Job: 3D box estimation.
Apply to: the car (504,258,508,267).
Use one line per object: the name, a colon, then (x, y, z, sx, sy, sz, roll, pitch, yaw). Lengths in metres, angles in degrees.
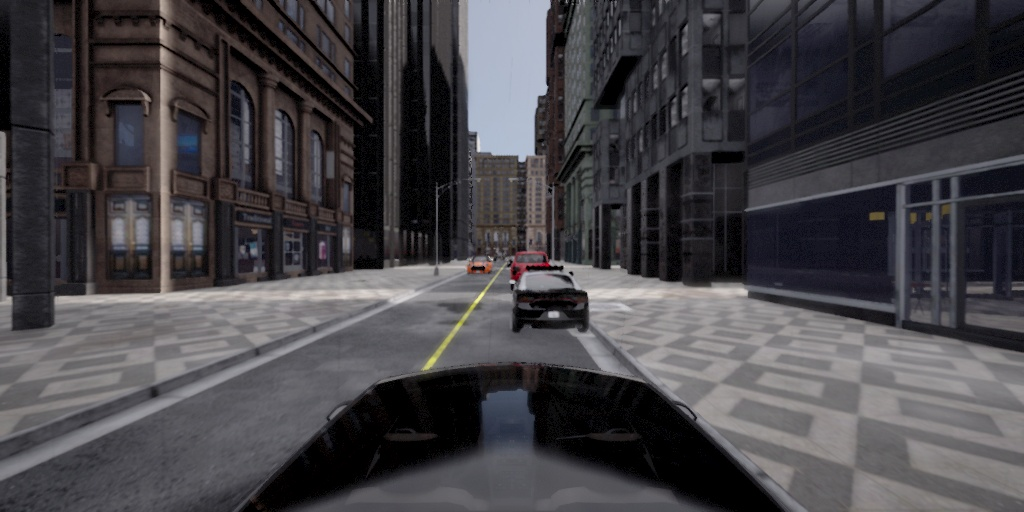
car: (0.299, 0.874, 49.104, 1.895, 1.301, 4.718, 0, 0, 1)

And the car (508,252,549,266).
car: (1.003, 0.772, 20.505, 2.150, 2.045, 5.566, 0, 1, 0)

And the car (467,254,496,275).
car: (-2.922, 0.771, 33.224, 2.097, 1.767, 4.553, 0, 1, 0)

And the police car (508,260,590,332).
police car: (0.947, 1.078, 10.586, 1.930, 1.638, 5.238, 0, 1, 0)
